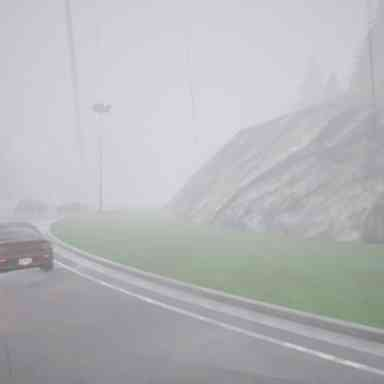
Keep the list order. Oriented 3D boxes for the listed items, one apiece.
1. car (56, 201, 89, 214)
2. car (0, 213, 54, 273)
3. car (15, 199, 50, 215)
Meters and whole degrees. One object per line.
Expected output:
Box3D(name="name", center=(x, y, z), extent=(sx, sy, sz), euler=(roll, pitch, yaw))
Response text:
Box3D(name="car", center=(-14.324, 1.827, 40.115), extent=(2.033, 1.411, 5.357), euler=(0, -1, 7))
Box3D(name="car", center=(-5.668, 1.590, 10.173), extent=(1.812, 1.442, 4.674), euler=(0, 0, -39))
Box3D(name="car", center=(-17.861, 1.592, 37.418), extent=(2.097, 1.767, 4.553), euler=(0, 0, 1))
